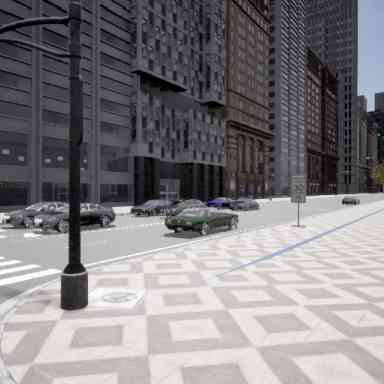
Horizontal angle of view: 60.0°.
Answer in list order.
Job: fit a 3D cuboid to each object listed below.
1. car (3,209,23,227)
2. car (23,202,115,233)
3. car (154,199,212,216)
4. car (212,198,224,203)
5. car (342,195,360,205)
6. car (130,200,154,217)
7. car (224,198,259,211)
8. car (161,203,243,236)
[{"bbox_3d":[-9.276,1.393,21.153,2.128,1.511,4.902,0,0,37],"label":"car"},{"bbox_3d":[-6.662,1.401,19.255,2.128,1.511,4.902,0,0,34],"label":"car"},{"bbox_3d":[-0.629,1.350,27.610,1.837,1.490,4.892,0,0,36],"label":"car"},{"bbox_3d":[3.340,1.365,38.664,1.895,1.301,4.718,0,1,36],"label":"car"},{"bbox_3d":[24.260,1.200,50.699,1.994,1.385,4.181,0,1,36],"label":"car"},{"bbox_3d":[-3.081,1.383,29.767,2.033,1.411,5.357,0,0,36],"label":"car"},{"bbox_3d":[5.745,1.339,36.426,1.994,1.385,4.181,0,1,36],"label":"car"},{"bbox_3d":[0.703,1.506,18.001,1.895,1.301,4.718,0,0,36],"label":"car"}]
